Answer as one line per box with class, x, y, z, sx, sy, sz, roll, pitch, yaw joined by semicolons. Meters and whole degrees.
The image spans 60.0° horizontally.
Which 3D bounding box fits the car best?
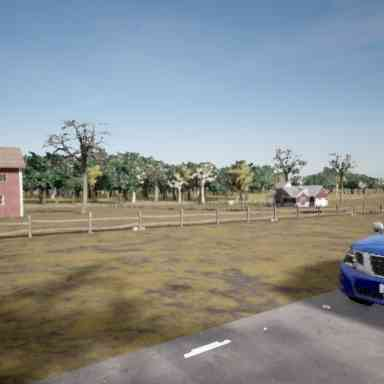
car;5.411;1.225;6.925;5.566;2.045;2.150;0;0;-35
